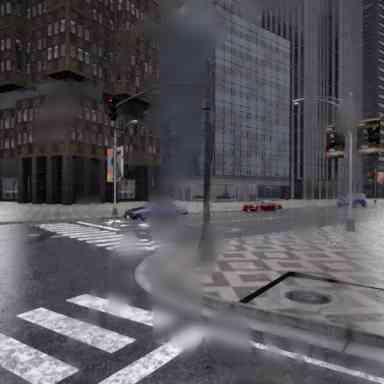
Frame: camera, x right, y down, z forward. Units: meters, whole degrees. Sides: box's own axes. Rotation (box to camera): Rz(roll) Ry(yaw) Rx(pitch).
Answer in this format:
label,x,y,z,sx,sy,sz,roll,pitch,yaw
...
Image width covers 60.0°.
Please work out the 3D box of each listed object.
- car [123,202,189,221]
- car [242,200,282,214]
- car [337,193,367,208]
label,x,y,z,sx,sy,sz,roll,pitch,yaw
car,-2.786,1.482,26.808,5.357,1.411,2.033,0,0,-39
car,7.413,1.545,35.174,4.718,1.301,1.895,0,0,-40
car,23.072,1.195,47.896,5.566,2.045,2.150,0,0,-39
